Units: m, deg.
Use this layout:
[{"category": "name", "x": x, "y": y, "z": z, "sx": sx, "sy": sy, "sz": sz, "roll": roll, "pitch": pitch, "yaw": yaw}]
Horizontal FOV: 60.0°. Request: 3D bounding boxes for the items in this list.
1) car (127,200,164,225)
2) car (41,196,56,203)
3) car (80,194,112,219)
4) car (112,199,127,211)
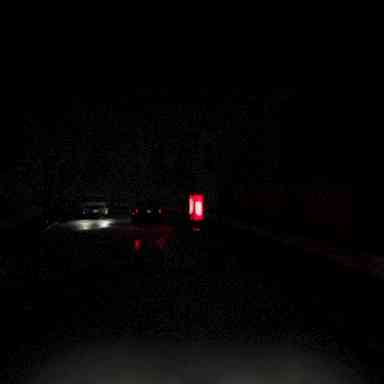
[{"category": "car", "x": -3.435, "y": 1.350, "z": 24.574, "sx": 2.097, "sy": 1.767, "sz": 4.553, "roll": 0, "pitch": 0, "yaw": -14}, {"category": "car", "x": -29.005, "y": 1.520, "z": 67.128, "sx": 1.812, "sy": 1.442, "sz": 4.674, "roll": 0, "pitch": 0, "yaw": -39}, {"category": "car", "x": -8.799, "y": 1.231, "z": 29.991, "sx": 2.150, "sy": 2.045, "sz": 5.566, "roll": 0, "pitch": 0, "yaw": -18}, {"category": "car", "x": -9.297, "y": 1.553, "z": 41.725, "sx": 2.033, "sy": 1.411, "sz": 5.357, "roll": 0, "pitch": 0, "yaw": -23}]
